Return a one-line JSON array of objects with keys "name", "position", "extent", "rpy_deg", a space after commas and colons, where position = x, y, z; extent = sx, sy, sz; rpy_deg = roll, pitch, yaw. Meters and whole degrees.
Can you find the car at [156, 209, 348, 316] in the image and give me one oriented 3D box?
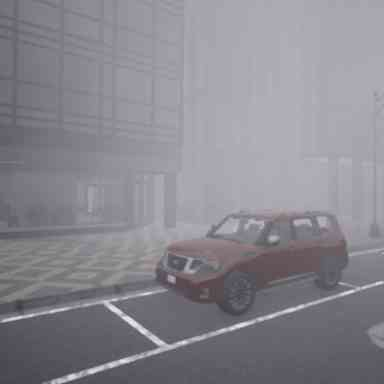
[{"name": "car", "position": [1.657, 1.370, 7.824], "extent": [5.009, 1.841, 2.192], "rpy_deg": [1, 0, -35]}]
